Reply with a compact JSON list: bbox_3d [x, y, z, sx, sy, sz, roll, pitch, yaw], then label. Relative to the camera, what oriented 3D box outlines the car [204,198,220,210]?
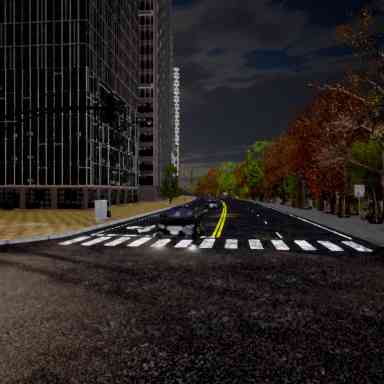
[{"bbox_3d":[2.655,1.504,43.480,2.128,1.511,4.902,0,0,6],"label":"car"}]

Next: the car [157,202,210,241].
[{"bbox_3d":[-0.454,1.501,16.926,2.128,1.511,4.902,0,0,7],"label":"car"}]
